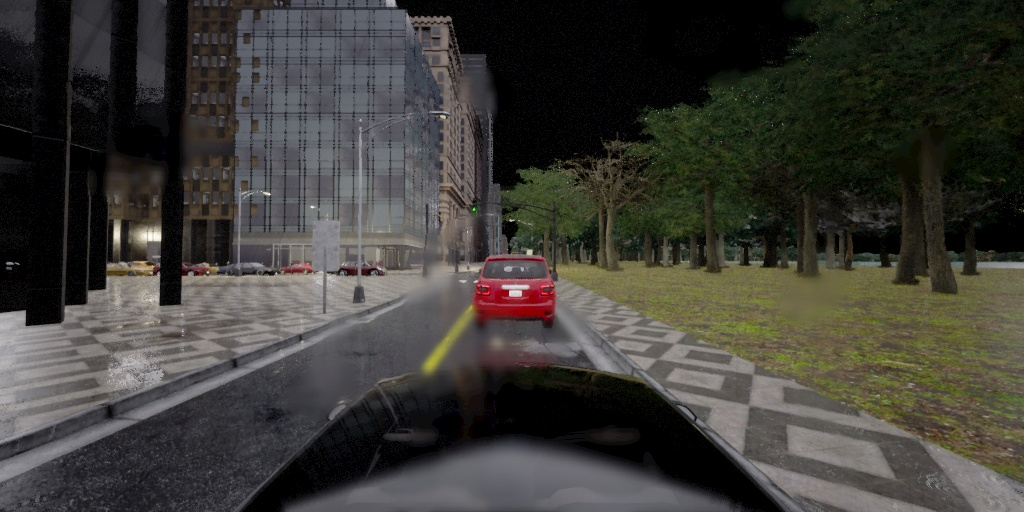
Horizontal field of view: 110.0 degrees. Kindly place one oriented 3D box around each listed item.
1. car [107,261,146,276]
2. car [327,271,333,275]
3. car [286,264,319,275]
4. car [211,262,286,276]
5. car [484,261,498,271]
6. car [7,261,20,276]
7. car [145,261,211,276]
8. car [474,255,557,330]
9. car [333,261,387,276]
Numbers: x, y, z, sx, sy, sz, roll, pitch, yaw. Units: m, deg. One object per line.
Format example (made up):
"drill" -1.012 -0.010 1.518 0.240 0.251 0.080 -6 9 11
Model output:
"car" -35.257 1.230 32.627 4.829 1.417 1.751 0 0 0
"car" -15.385 1.313 35.371 5.357 1.411 2.033 0 -2 5
"car" -24.451 1.507 41.153 4.207 1.307 1.802 0 0 0
"car" -25.864 1.318 35.315 5.357 1.411 2.033 0 -2 0
"car" -3.058 1.398 53.075 2.033 1.411 5.357 0 0 -3
"car" -46.403 1.150 32.623 4.097 1.591 1.967 0 0 0
"car" -29.940 1.246 32.629 4.507 1.381 1.888 0 0 0
"car" 0.101 0.979 11.270 2.150 2.045 5.566 0 0 0
"car" -13.509 1.131 32.634 4.097 1.591 1.967 0 0 -1
